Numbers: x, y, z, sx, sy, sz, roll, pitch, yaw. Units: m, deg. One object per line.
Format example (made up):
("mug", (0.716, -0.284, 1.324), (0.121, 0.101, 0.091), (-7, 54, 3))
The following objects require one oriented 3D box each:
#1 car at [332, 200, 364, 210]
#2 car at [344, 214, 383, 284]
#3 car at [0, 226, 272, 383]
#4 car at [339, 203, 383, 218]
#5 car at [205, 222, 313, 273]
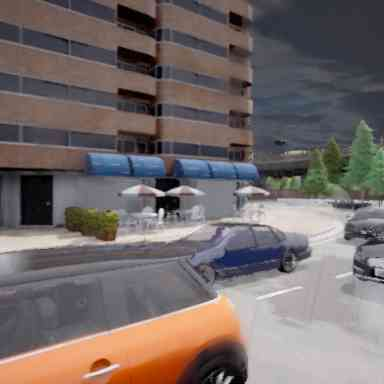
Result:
("car", (19.390, 1.591, 40.601), (1.895, 1.301, 4.718), (0, 0, -17))
("car", (6.036, 1.488, 8.737), (4.902, 1.511, 2.128), (0, 0, -40))
("car", (-1.670, 1.355, 2.871), (4.553, 1.767, 2.097), (0, 0, -36))
("car", (8.815, 1.500, 16.192), (1.837, 1.490, 4.892), (0, 0, 37))
("car", (1.098, 1.550, 9.123), (5.357, 1.411, 2.033), (0, 0, -36))
